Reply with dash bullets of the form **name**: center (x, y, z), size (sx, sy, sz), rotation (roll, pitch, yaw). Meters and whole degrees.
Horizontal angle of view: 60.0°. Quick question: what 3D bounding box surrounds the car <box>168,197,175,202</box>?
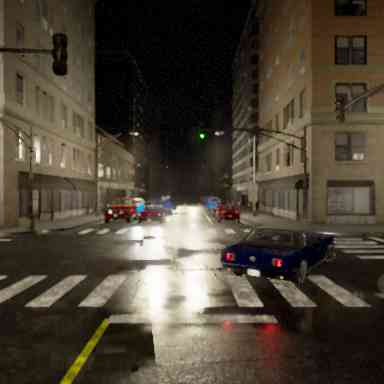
- **car**: center (-5.635, 2.084, 93.160), size (1.802, 1.307, 4.206), rotation (0, 0, 0)

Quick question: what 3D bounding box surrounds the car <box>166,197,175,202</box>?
- **car**: center (-5.638, 2.036, 87.659), size (1.947, 1.339, 4.313), rotation (0, 0, 0)

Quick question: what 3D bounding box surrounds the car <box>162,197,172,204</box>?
- **car**: center (-5.642, 1.960, 76.656), size (2.008, 1.369, 4.403), rotation (0, 0, 0)

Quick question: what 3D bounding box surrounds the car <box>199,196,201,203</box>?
- **car**: center (2.880, 1.931, 65.651), size (1.802, 1.307, 4.206), rotation (0, 0, 0)

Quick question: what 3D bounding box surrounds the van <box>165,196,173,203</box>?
- **van**: center (-5.640, 1.781, 82.159), size (1.690, 1.788, 3.998), rotation (0, 0, 0)

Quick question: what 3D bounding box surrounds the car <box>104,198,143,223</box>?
- **car**: center (-5.660, 1.459, 27.147), size (2.192, 1.841, 5.009), rotation (0, 0, 0)

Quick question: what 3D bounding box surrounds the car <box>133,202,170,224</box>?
- **car**: center (-3.090, 1.740, 26.334), size (1.895, 1.301, 4.718), rotation (0, 0, 0)

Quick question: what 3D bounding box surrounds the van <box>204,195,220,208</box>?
- **van**: center (2.871, 1.572, 43.647), size (1.690, 1.788, 3.998), rotation (0, 0, 0)

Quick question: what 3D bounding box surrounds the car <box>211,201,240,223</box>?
- **car**: center (2.866, 1.688, 27.141), size (1.887, 1.381, 4.507), rotation (0, 0, 0)

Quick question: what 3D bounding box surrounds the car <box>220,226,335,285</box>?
- **car**: center (2.769, 1.643, 9.782), size (1.895, 1.301, 4.718), rotation (0, 0, 35)

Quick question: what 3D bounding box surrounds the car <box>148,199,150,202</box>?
- **car**: center (-5.654, 1.672, 43.649), size (1.967, 1.590, 4.097), rotation (0, 0, 0)

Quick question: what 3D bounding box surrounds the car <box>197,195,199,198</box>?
- **car**: center (2.885, 1.754, 82.156), size (2.192, 1.841, 5.009), rotation (0, 0, 0)

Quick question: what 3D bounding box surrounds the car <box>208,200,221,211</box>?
- **car**: center (2.868, 1.738, 32.643), size (1.947, 1.339, 4.313), rotation (0, 0, 0)

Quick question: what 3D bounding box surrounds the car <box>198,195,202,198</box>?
- **car**: center (2.884, 1.991, 76.653), size (1.802, 1.307, 4.206), rotation (0, 0, 0)

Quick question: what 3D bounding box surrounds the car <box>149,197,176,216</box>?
- **car**: center (-3.080, 1.668, 35.780), size (1.882, 1.535, 5.008), rotation (0, 0, 0)

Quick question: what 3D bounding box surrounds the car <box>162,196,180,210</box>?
- **car**: center (-3.051, 1.721, 45.818), size (1.882, 1.535, 5.008), rotation (0, 0, 1)

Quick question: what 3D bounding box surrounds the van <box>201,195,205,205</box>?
- **van**: center (2.876, 1.631, 54.649), size (1.690, 1.788, 3.998), rotation (0, 0, 0)

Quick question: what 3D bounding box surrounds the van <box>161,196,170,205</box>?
- **van**: center (-5.644, 1.721, 71.157), size (1.690, 1.788, 3.998), rotation (0, 0, 0)

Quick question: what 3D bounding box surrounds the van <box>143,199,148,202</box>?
- **van**: center (-5.658, 1.514, 32.647), size (1.690, 1.788, 3.998), rotation (0, 0, 0)

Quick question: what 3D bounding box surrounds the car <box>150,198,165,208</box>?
- **car**: center (-5.650, 1.731, 54.652), size (1.967, 1.590, 4.097), rotation (0, 0, 0)
